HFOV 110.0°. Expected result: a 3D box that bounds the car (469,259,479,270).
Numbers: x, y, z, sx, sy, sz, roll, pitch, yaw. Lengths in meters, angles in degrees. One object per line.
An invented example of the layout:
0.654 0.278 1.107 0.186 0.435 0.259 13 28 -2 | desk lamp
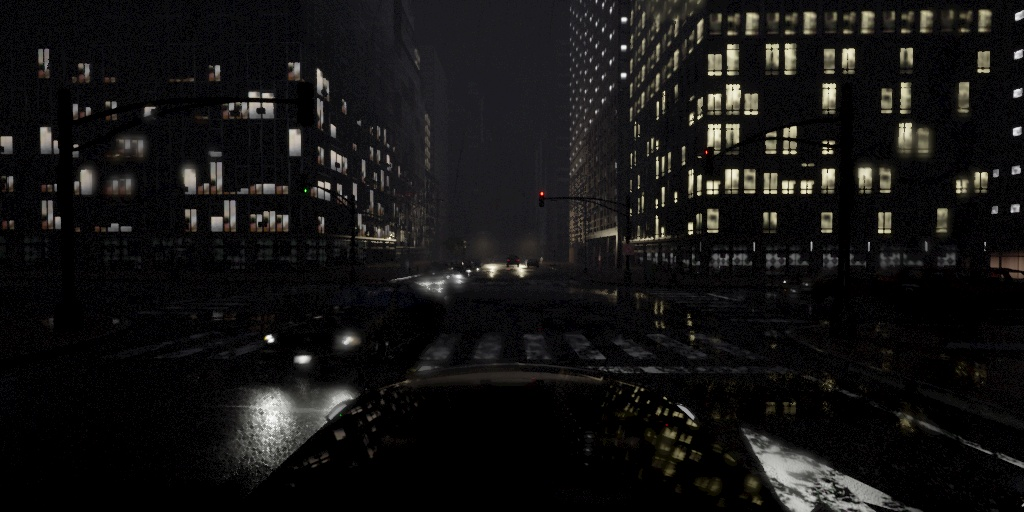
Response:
-6.461 1.264 51.385 2.033 1.411 5.357 0 0 0 | car

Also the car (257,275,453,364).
-3.074 1.322 8.416 2.033 1.411 5.357 0 -1 6 | car

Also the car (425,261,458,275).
-6.522 1.225 32.333 2.128 1.511 4.902 0 0 0 | car

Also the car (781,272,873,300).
16.554 1.478 18.189 4.718 1.301 1.895 1 1 1 | car

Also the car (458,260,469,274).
-6.496 1.327 41.615 1.895 1.301 4.718 0 0 0 | car

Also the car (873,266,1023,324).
16.219 1.281 12.419 5.009 1.841 2.192 0 0 1 | car

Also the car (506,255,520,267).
0.165 0.925 62.860 2.150 2.045 5.566 0 0 0 | car

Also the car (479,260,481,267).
-6.398 1.182 61.726 1.882 1.535 5.008 0 0 1 | car

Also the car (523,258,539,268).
3.508 1.195 60.940 2.128 1.511 4.902 0 0 0 | car
